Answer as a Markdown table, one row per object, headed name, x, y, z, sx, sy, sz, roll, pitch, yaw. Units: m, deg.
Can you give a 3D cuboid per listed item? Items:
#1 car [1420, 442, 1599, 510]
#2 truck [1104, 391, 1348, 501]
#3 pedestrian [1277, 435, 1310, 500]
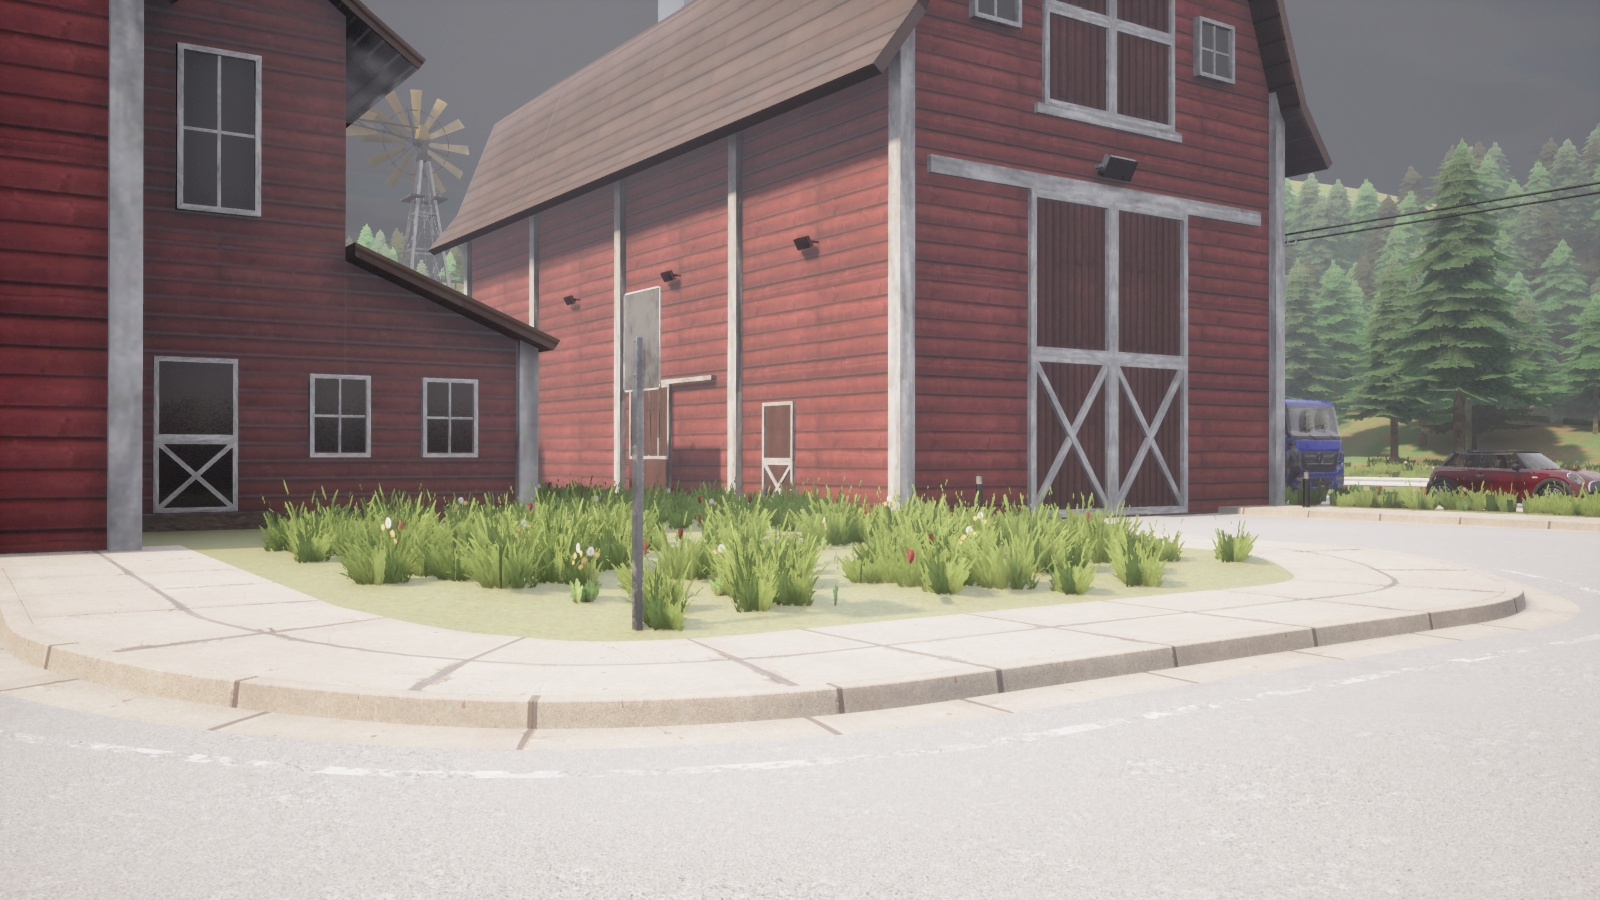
| name | x | y | z | sx | sy | sz | roll | pitch | yaw |
| --- | --- | --- | --- | --- | --- | --- | --- | --- | --- |
| car | 20.188 | 0.691 | 35.237 | 2.097 | 1.767 | 4.553 | 0 | 0 | -34 |
| truck | 14.570 | -0.108 | 43.665 | 2.891 | 3.462 | 7.936 | 0 | 0 | -34 |
| pedestrian | 14.385 | 0.508 | 36.599 | 0.540 | 1.848 | 0.694 | 0 | 0 | -33 |
